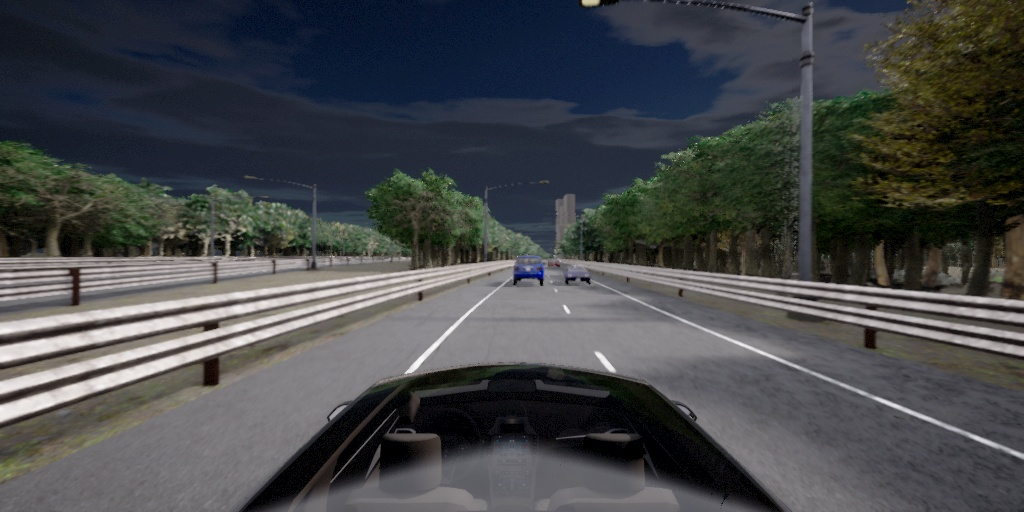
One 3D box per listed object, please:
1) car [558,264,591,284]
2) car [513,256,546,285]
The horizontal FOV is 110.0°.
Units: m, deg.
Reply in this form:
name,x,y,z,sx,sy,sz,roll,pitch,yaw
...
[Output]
name,x,y,z,sx,sy,sz,roll,pitch,yaw
car,4.853,1.406,27.582,1.895,1.301,4.718,1,0,5
car,1.292,0.995,26.782,2.150,2.045,5.566,1,0,5
